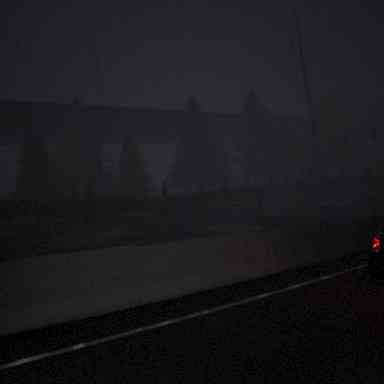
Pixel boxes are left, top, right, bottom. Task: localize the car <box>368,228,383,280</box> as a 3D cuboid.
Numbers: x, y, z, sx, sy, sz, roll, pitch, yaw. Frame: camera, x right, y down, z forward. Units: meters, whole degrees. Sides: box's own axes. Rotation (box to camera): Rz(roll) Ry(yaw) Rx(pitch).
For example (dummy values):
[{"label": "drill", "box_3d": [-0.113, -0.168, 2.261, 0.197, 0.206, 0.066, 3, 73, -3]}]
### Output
[{"label": "car", "box_3d": [6.440, 1.196, 8.350, 4.553, 1.767, 2.097, -3, 2, -35]}]
